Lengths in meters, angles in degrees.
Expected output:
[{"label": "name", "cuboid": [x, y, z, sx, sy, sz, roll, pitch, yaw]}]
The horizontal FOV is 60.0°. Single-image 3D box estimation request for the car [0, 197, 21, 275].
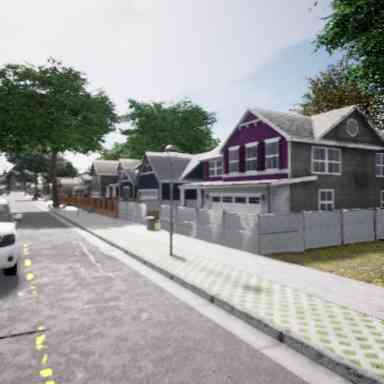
[{"label": "car", "cuboid": [-6.511, 1.202, 10.113, 2.150, 2.045, 5.566, 1, 0, -28]}]
